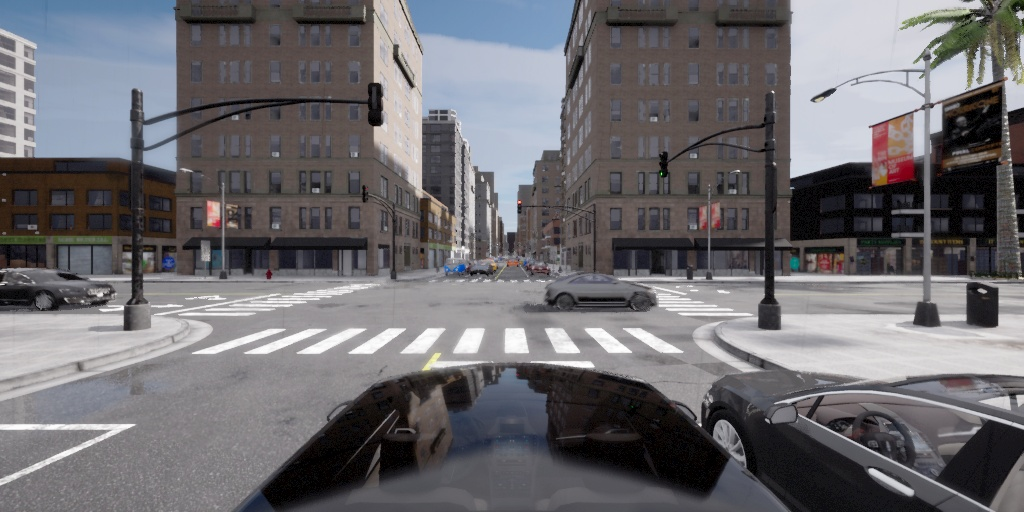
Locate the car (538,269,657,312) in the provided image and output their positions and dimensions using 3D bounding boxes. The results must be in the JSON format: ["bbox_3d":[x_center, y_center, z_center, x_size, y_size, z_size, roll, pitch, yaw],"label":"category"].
[{"bbox_3d":[3.273,1.322,13.727,4.181,1.385,1.994,0,0,0],"label":"car"}]

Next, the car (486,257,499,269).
[{"bbox_3d":[-3.001,1.231,46.309,1.882,1.535,5.008,0,0,0],"label":"car"}]

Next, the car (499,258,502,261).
[{"bbox_3d":[-2.968,1.354,56.228,1.895,1.301,4.718,0,0,0],"label":"car"}]

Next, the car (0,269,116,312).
[{"bbox_3d":[-18.043,1.233,13.570,4.892,1.490,1.837,0,0,0],"label":"car"}]

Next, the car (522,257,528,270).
[{"bbox_3d":[2.771,1.193,47.737,1.967,1.591,4.097,0,0,0],"label":"car"}]

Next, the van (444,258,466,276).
[{"bbox_3d":[-5.782,1.093,36.418,1.690,1.789,3.998,0,0,0],"label":"van"}]

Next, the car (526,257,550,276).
[{"bbox_3d":[2.743,1.192,36.399,1.967,1.591,4.097,0,0,0],"label":"car"}]

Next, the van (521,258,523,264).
[{"bbox_3d":[2.799,1.094,59.076,1.690,1.789,3.998,0,0,0],"label":"van"}]

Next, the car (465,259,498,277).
[{"bbox_3d":[-2.997,1.300,36.608,2.033,1.411,5.357,0,0,4],"label":"car"}]

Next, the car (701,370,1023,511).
[{"bbox_3d":[2.668,1.300,1.749,2.007,1.370,4.403,0,0,0],"label":"car"}]
